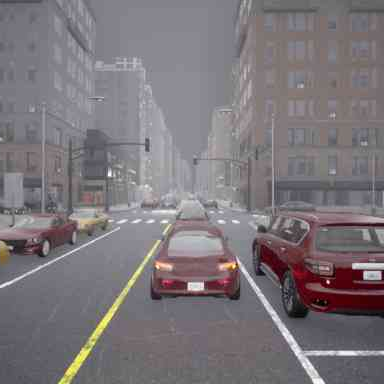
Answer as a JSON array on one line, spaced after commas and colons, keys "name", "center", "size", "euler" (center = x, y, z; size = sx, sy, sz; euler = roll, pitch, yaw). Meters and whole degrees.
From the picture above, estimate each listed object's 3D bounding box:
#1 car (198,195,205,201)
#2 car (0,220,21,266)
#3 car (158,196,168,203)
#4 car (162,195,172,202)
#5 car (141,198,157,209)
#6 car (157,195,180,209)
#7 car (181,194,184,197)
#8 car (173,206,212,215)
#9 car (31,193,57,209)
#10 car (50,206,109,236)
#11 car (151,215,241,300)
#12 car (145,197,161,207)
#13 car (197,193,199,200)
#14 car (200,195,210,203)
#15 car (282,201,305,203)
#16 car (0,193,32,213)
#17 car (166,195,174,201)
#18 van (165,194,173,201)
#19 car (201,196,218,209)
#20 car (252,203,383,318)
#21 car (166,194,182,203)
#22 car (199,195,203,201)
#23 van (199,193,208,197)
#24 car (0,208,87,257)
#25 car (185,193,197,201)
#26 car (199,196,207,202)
[{"name": "car", "center": [2.573, 1.598, 90.970], "size": [1.947, 1.339, 4.313], "euler": [1, 0, 0]}, {"name": "car", "center": [-5.857, 1.526, 7.144], "size": [1.752, 1.417, 4.829], "euler": [1, 0, 0]}, {"name": "car", "center": [-5.927, 1.601, 68.274], "size": [1.802, 1.307, 4.206], "euler": [1, 0, 0]}, {"name": "car", "center": [-5.938, 1.465, 79.620], "size": [1.967, 1.590, 4.097], "euler": [1, 0, 0]}, {"name": "car", "center": [-5.901, 1.555, 45.583], "size": [1.887, 1.381, 4.507], "euler": [1, 0, 0]}, {"name": "car", "center": [-3.135, 1.502, 45.495], "size": [2.128, 1.511, 4.902], "euler": [0, 0, 1]}, {"name": "car", "center": [-3.105, 1.565, 65.774], "size": [2.033, 1.411, 5.357], "euler": [0, 0, 1]}, {"name": "car", "center": [0.043, 1.605, 17.446], "size": [1.895, 1.301, 4.718], "euler": [0, 0, 0]}, {"name": "car", "center": [-16.336, 1.108, 32.950], "size": [5.566, 2.045, 2.150], "euler": [1, -1, 1]}, {"name": "car", "center": [-5.870, 1.529, 18.393], "size": [1.752, 1.417, 4.829], "euler": [1, 0, 0]}, {"name": "car", "center": [0.076, 1.527, 8.268], "size": [1.812, 1.442, 4.674], "euler": [0, 0, 0]}, {"name": "car", "center": [-5.907, 1.556, 51.256], "size": [1.887, 1.381, 4.507], "euler": [1, 0, 0]}, {"name": "car", "center": [2.602, 1.334, 68.277], "size": [2.192, 1.841, 5.009], "euler": [1, 0, 0]}, {"name": "car", "center": [2.618, 1.594, 51.257], "size": [1.802, 1.307, 4.206], "euler": [1, 0, 0]}, {"name": "car", "center": [9.536, 1.619, 32.634], "size": [4.892, 1.490, 1.837], "euler": [0, -1, -2]}, {"name": "car", "center": [-17.294, 1.197, 29.740], "size": [4.553, 1.767, 2.097], "euler": [1, -1, 0]}, {"name": "car", "center": [-5.952, 1.614, 90.965], "size": [1.802, 1.307, 4.206], "euler": [1, 0, 0]}, {"name": "van", "center": [-5.944, 1.370, 85.293], "size": [1.690, 1.788, 3.998], "euler": [1, 0, 0]}, {"name": "car", "center": [2.625, 1.592, 45.583], "size": [1.802, 1.307, 4.206], "euler": [1, 0, 0]}, {"name": "car", "center": [2.670, 1.317, 7.315], "size": [2.192, 1.841, 5.009], "euler": [1, 0, 0]}, {"name": "car", "center": [-3.151, 1.561, 55.346], "size": [2.033, 1.411, 5.357], "euler": [0, 0, 0]}, {"name": "car", "center": [2.612, 1.596, 56.930], "size": [1.802, 1.307, 4.206], "euler": [1, 0, 0]}, {"name": "van", "center": [2.608, 1.357, 62.604], "size": [1.690, 1.788, 3.998], "euler": [1, 0, 0]}, {"name": "car", "center": [-5.864, 1.547, 12.938], "size": [1.887, 1.381, 4.507], "euler": [1, 0, 0]}, {"name": "car", "center": [-0.095, 1.569, 85.314], "size": [2.033, 1.411, 5.357], "euler": [0, 0, 0]}, {"name": "car", "center": [2.586, 1.607, 79.623], "size": [1.802, 1.307, 4.206], "euler": [1, 0, 0]}]
